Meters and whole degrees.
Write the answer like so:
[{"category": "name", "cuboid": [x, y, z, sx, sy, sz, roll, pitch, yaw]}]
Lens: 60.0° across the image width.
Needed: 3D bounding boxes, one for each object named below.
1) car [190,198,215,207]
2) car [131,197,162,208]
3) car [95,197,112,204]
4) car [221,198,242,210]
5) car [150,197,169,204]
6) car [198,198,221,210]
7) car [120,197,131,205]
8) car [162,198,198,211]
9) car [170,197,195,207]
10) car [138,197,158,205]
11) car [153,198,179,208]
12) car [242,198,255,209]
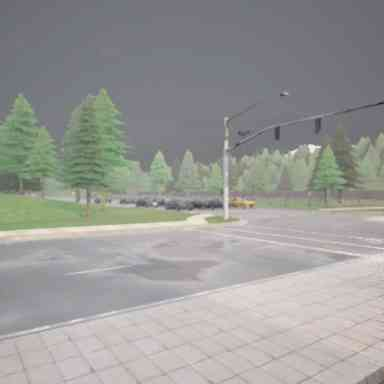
[{"category": "car", "cuboid": [1.694, 1.682, 55.045, 1.994, 1.385, 4.181, 0, 0, -36]}, {"category": "car", "cuboid": [-6.581, 1.573, 48.566, 2.128, 1.511, 4.902, 0, 0, -35]}, {"category": "car", "cuboid": [-16.942, 1.630, 63.468, 2.033, 1.411, 5.357, 0, 0, -34]}, {"category": "car", "cuboid": [3.890, 1.653, 45.821, 2.033, 1.411, 5.357, 0, 0, -35]}, {"category": "car", "cuboid": [-6.598, 1.720, 67.045, 1.895, 1.301, 4.718, 0, 0, -35]}, {"category": "car", "cuboid": [1.206, 1.694, 43.551, 1.895, 1.301, 4.718, 0, 0, -35]}, {"category": "car", "cuboid": [-11.919, 1.658, 62.341, 1.994, 1.385, 4.181, 0, 0, -36]}, {"category": "car", "cuboid": [-1.551, 1.645, 41.387, 1.994, 1.385, 4.181, 0, 0, -35]}, {"category": "car", "cuboid": [-1.631, 1.632, 53.707, 1.812, 1.442, 4.674, 0, 0, -35]}, {"category": "car", "cuboid": [-8.479, 1.632, 63.583, 1.812, 1.442, 4.674, 0, 0, -34]}, {"category": "car", "cuboid": [-3.995, 1.619, 50.980, 1.812, 1.442, 4.674, 0, 0, -35]}, {"category": "car", "cuboid": [6.857, 1.596, 47.690, 1.882, 1.535, 5.008, 0, 0, -35]}]
